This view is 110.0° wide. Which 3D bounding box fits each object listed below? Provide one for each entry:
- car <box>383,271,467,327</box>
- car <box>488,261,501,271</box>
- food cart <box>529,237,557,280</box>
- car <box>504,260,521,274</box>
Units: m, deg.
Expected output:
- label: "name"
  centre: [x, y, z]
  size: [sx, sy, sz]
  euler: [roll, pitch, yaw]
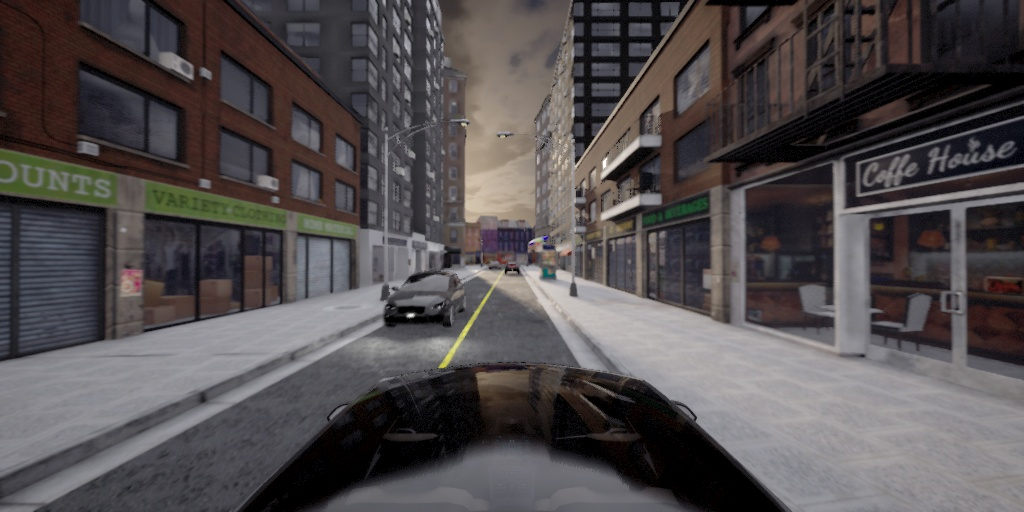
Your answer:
- label: "car"
  centre: [-2.602, 1.281, 11.650]
  size: [1.837, 1.490, 4.892]
  euler: [0, 0, 0]
- label: "car"
  centre: [-2.563, 1.447, 54.215]
  size: [2.033, 1.411, 5.357]
  euler: [0, 0, 1]
- label: "food cart"
  centre: [2.879, 0.296, 29.877]
  size: [2.280, 3.560, 4.660]
  euler: [0, 0, 0]
- label: "car"
  centre: [0.034, 1.376, 44.452]
  size: [1.837, 1.490, 4.892]
  euler: [0, -1, 0]
